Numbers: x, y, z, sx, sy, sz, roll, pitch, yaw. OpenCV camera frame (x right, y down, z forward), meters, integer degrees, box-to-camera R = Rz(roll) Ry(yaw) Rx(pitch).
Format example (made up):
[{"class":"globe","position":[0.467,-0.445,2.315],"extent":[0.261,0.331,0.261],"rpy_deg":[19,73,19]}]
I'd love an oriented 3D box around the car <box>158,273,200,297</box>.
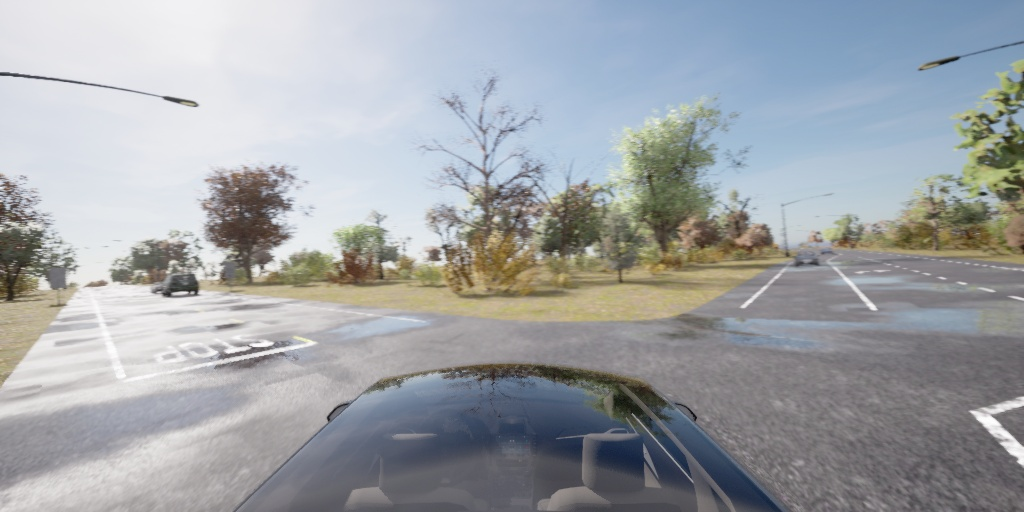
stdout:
[{"class":"car","position":[-31.367,2.714,33.902],"extent":[5.566,2.045,2.150],"rpy_deg":[-3,-1,40]}]

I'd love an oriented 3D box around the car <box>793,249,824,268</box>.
[{"class":"car","position":[29.392,0.295,35.805],"extent":[2.128,1.511,4.902],"rpy_deg":[-6,-2,39]}]

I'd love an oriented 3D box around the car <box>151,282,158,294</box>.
[{"class":"car","position":[-39.762,3.557,41.004],"extent":[4.718,1.301,1.895],"rpy_deg":[-3,-1,40]}]
